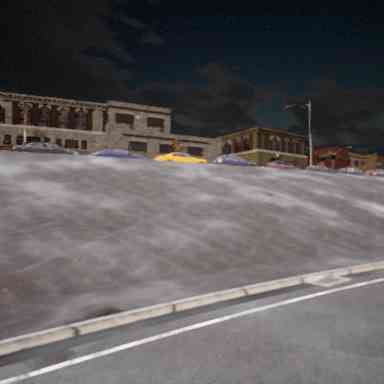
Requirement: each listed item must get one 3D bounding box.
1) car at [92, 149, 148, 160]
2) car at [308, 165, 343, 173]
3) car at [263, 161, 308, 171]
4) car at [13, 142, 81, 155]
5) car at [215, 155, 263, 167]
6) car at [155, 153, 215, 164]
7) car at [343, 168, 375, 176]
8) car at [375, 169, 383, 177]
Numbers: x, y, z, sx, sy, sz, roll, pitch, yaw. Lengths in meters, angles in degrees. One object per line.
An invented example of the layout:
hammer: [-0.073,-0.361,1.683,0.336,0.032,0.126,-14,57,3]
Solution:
car: [-5.989,-2.834,27.851,4.674,1.452,2.002,1,-3,-22]
car: [14.220,-2.234,37.294,4.674,1.452,2.002,2,-3,-27]
car: [9.297,-2.401,34.803,4.792,1.488,2.163,2,-3,-26]
car: [-11.134,-3.003,25.780,4.892,1.521,2.231,1,-3,-21]
car: [4.140,-2.713,32.324,4.553,1.767,2.185,2,-3,-24]
car: [-0.890,-2.733,30.036,5.008,1.535,2.097,2,-3,-23]
car: [19.001,-2.112,39.846,4.892,1.521,2.231,2,-3,-28]
car: [23.912,-2.047,42.614,4.553,1.767,2.185,2,-4,-29]
